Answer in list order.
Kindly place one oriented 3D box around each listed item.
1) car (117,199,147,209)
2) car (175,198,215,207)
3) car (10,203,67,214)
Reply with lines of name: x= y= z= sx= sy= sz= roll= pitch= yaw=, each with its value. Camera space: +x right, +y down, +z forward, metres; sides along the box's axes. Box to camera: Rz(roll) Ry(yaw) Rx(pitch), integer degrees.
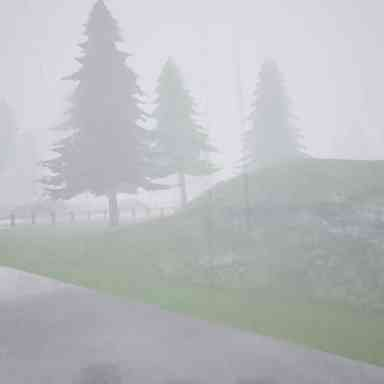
car: x=-7.216 y=1.466 z=37.668 sx=4.181 sy=1.385 sz=1.994 roll=0 pitch=0 yaw=-39
car: x=0.484 y=1.462 z=43.639 sx=5.357 sy=1.411 sz=2.033 roll=0 pitch=0 yaw=-35
car: x=-14.201 y=1.386 z=31.023 sx=2.128 sy=1.511 sz=4.902 roll=0 pitch=0 yaw=44
